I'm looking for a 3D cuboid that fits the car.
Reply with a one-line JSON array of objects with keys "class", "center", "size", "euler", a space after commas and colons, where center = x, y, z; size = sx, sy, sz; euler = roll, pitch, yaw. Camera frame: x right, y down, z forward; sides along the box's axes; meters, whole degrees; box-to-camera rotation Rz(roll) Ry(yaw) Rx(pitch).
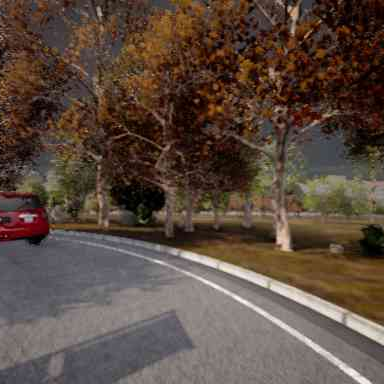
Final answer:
[{"class": "car", "center": [-8.017, 1.074, 13.102], "size": [5.566, 2.045, 2.150], "euler": [0, 1, 32]}]
